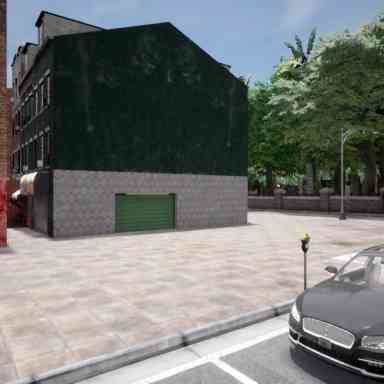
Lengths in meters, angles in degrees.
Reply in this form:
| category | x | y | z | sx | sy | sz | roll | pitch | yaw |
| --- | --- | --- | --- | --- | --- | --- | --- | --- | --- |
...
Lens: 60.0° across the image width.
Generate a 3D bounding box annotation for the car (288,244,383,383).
| category | x | y | z | sx | sy | sz | roll | pitch | yaw |
| --- | --- | --- | --- | --- | --- | --- | --- | --- | --- |
| car | 3.344 | 1.551 | 5.196 | 4.403 | 1.369 | 2.008 | 0 | 0 | -35 |
